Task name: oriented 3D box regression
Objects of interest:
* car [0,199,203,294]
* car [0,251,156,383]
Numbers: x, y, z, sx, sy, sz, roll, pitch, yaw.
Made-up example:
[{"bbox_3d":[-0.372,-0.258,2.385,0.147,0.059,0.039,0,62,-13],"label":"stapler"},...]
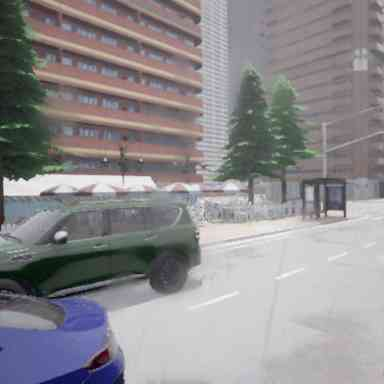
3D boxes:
[{"bbox_3d":[-2.276,1.207,6.947,5.566,2.045,2.150,-1,1,-40],"label":"car"},{"bbox_3d":[-2.751,1.553,2.207,4.674,1.442,1.812,-1,1,-36],"label":"car"}]
